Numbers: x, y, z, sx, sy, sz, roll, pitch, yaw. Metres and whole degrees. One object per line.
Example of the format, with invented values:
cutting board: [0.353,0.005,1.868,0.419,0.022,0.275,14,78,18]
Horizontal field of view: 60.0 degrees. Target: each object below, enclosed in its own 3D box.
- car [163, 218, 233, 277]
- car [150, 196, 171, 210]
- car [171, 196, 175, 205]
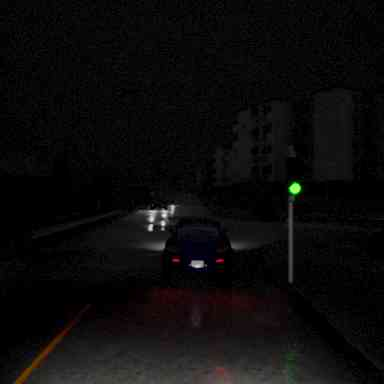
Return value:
car: [0.191,1.519,10.096,1.812,1.442,4.674,0,0,1]
car: [-4.083,1.477,41.778,1.837,1.490,4.892,0,0,0]
car: [-4.038,1.488,58.080,1.812,1.442,4.674,0,0,0]
